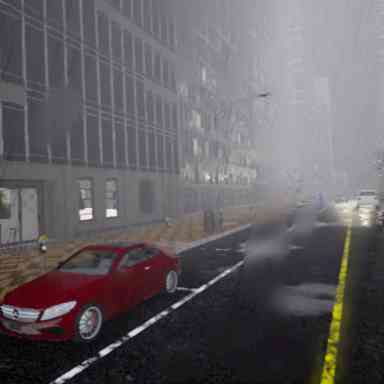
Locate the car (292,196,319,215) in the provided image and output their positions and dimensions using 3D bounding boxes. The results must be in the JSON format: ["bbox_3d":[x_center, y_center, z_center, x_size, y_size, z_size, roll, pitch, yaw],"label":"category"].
[{"bbox_3d":[10.823,1.427,32.341,2.008,1.369,4.403,-2,-1,26],"label":"car"}]

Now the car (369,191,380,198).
[{"bbox_3d":[40.874,0.577,74.660,1.887,1.381,4.507,-2,0,26],"label":"car"}]

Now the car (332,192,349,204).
[{"bbox_3d":[22.877,1.104,50.843,2.033,1.411,5.357,-2,0,26],"label":"car"}]

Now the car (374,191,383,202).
[{"bbox_3d":[30.856,0.713,54.212,1.967,1.590,4.097,-2,0,26],"label":"car"}]

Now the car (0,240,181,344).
[{"bbox_3d":[-1.696,1.708,6.781,1.802,1.307,4.206,-2,-1,26],"label":"car"}]

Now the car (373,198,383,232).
[{"bbox_3d":[10.955,1.247,17.644,1.837,1.490,4.892,-2,-1,26],"label":"car"}]

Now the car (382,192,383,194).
[{"bbox_3d":[23.349,0.999,38.875,2.008,1.369,4.403,-2,0,26],"label":"car"}]

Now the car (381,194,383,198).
[{"bbox_3d":[20.845,1.054,33.764,2.008,1.369,4.403,-2,0,26],"label":"car"}]

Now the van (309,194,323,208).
[{"bbox_3d":[15.823,1.108,42.567,1.690,1.788,3.998,-2,0,26],"label":"van"}]

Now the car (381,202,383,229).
[{"bbox_3d":[8.316,1.299,12.256,1.837,1.490,4.892,-2,-1,26],"label":"car"}]

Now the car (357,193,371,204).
[{"bbox_3d":[25.797,0.963,49.989,1.812,1.442,4.674,-2,0,26],"label":"car"}]

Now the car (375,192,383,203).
[{"bbox_3d":[28.352,0.772,49.100,1.967,1.590,4.097,-2,0,26],"label":"car"}]

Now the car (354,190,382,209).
[{"bbox_3d":[19.573,0.803,37.285,2.150,2.045,5.566,-2,0,26],"label":"car"}]
